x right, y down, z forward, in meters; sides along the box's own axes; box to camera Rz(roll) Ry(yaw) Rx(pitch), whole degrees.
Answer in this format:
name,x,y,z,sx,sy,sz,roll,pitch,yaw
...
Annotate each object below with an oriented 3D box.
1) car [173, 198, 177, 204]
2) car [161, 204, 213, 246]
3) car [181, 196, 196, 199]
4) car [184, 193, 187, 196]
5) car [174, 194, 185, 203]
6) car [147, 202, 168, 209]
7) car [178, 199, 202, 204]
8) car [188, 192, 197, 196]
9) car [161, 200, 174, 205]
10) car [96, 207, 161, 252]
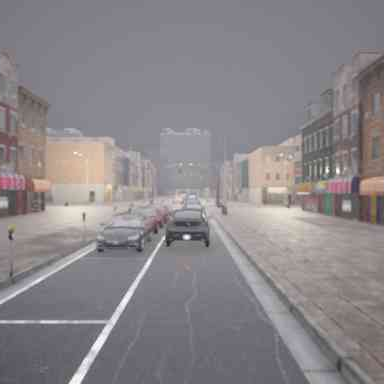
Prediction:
name,x,y,z,sx,sy,sz,roll,pitch,yaw
car,-2.628,1.506,29.970,1.752,1.417,4.829,0,0,0
car,-0.131,1.488,15.192,1.837,1.490,4.892,0,0,2
car,0.029,1.461,35.520,1.882,1.535,5.008,0,0,0
car,-2.621,1.339,67.541,2.192,1.841,5.009,0,0,0
car,-2.623,1.539,61.928,1.752,1.417,4.829,0,0,0
car,-2.629,1.526,19.152,1.887,1.381,4.507,0,0,0
car,0.097,1.506,25.251,1.812,1.442,4.674,0,0,0
car,0.016,1.128,87.630,2.150,2.045,5.566,0,0,0
car,-2.629,1.525,24.646,1.887,1.381,4.507,0,0,0
car,-2.630,1.535,13.658,2.008,1.369,4.403,0,0,0
